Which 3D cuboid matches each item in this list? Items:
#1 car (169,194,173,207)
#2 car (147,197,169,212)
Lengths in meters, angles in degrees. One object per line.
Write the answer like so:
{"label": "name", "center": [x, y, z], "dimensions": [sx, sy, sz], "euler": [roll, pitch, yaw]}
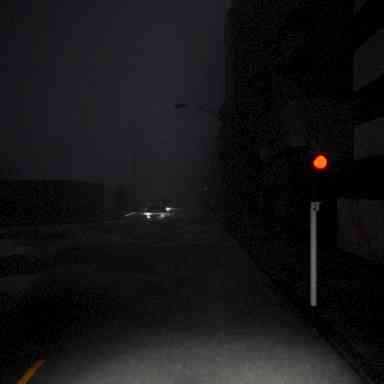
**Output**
{"label": "car", "center": [-4.129, 1.505, 49.582], "dimensions": [1.837, 1.490, 4.892], "euler": [0, 0, 1]}
{"label": "car", "center": [-4.148, 1.478, 39.554], "dimensions": [1.882, 1.535, 5.008], "euler": [0, 0, 0]}
